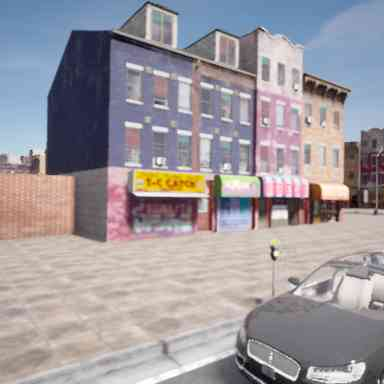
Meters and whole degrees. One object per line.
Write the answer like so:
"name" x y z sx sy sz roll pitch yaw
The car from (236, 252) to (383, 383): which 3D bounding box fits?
"car" 2.554 1.601 4.624 4.403 1.369 2.008 1 0 -36
